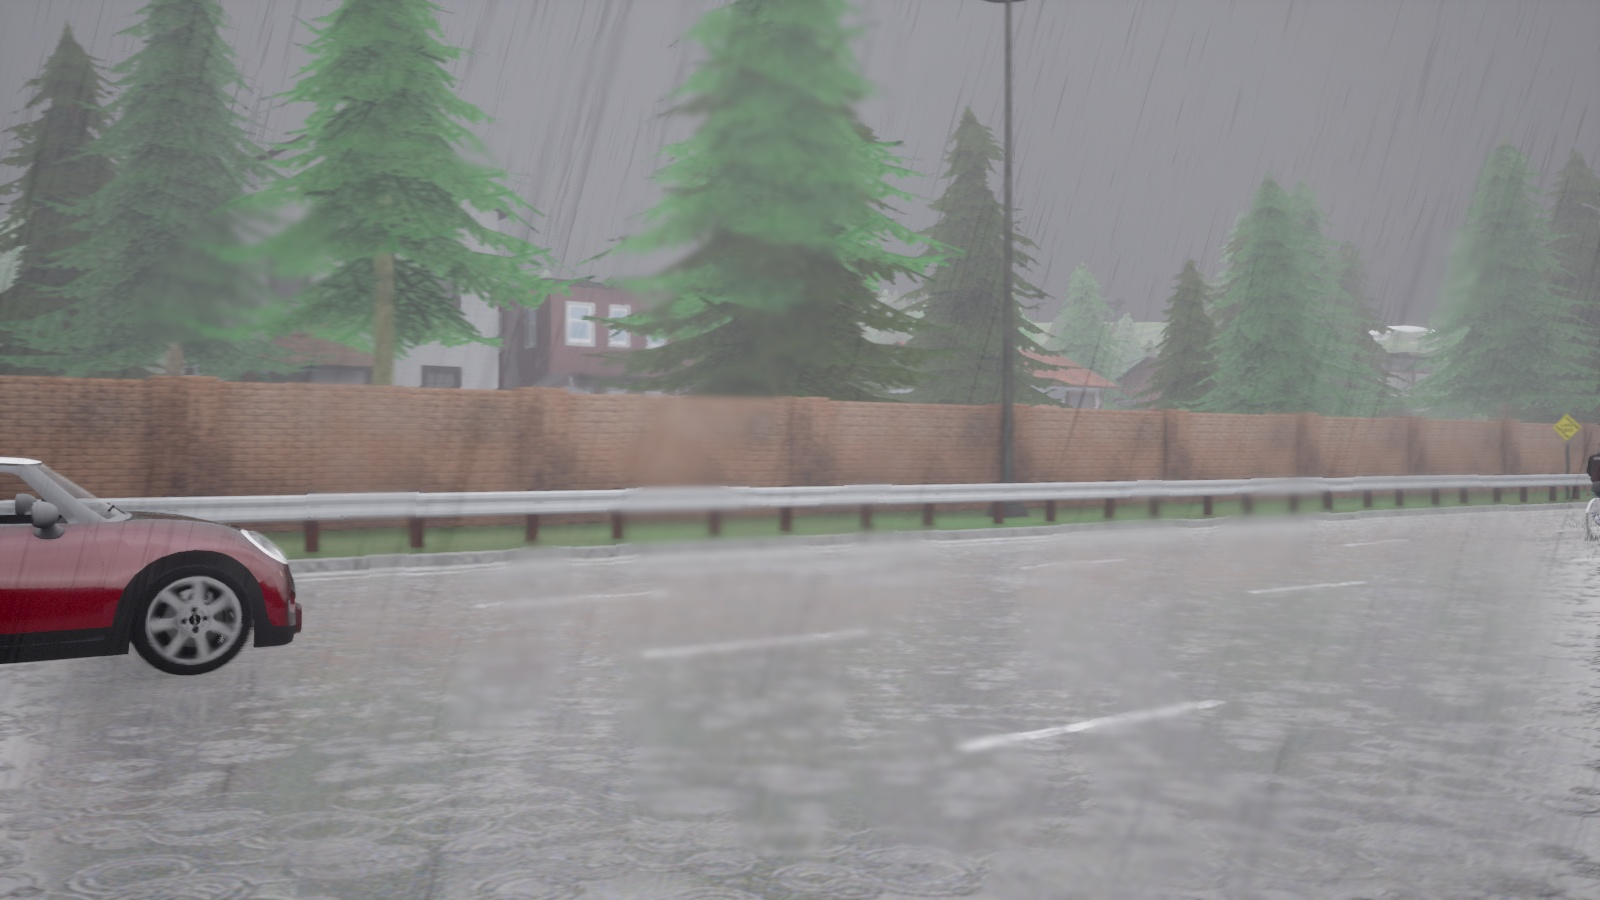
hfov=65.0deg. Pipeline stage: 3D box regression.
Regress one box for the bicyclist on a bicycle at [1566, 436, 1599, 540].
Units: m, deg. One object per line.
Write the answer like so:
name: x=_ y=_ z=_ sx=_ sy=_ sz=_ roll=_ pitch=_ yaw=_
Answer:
bicyclist on a bicycle: x=14.306 y=0.640 z=22.146 sx=1.843 sy=1.776 sz=0.659 roll=0 pitch=0 yaw=-35

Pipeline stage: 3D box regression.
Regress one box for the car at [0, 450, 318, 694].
car: x=-5.456 y=0.742 z=8.390 sx=3.806 sy=1.475 sz=1.970 roll=0 pitch=0 yaw=-35
